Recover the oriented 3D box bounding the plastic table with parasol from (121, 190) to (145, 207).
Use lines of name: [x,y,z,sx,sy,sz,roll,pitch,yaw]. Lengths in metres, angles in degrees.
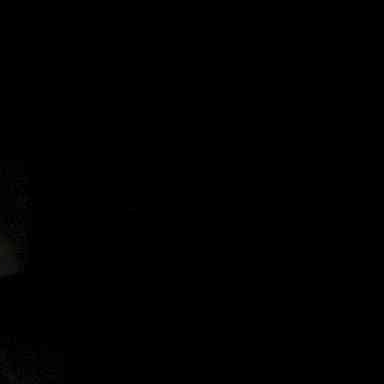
plastic table with parasol: [-8.912,0.975,50.086,2.482,2.480,2.482,0,0,35]
